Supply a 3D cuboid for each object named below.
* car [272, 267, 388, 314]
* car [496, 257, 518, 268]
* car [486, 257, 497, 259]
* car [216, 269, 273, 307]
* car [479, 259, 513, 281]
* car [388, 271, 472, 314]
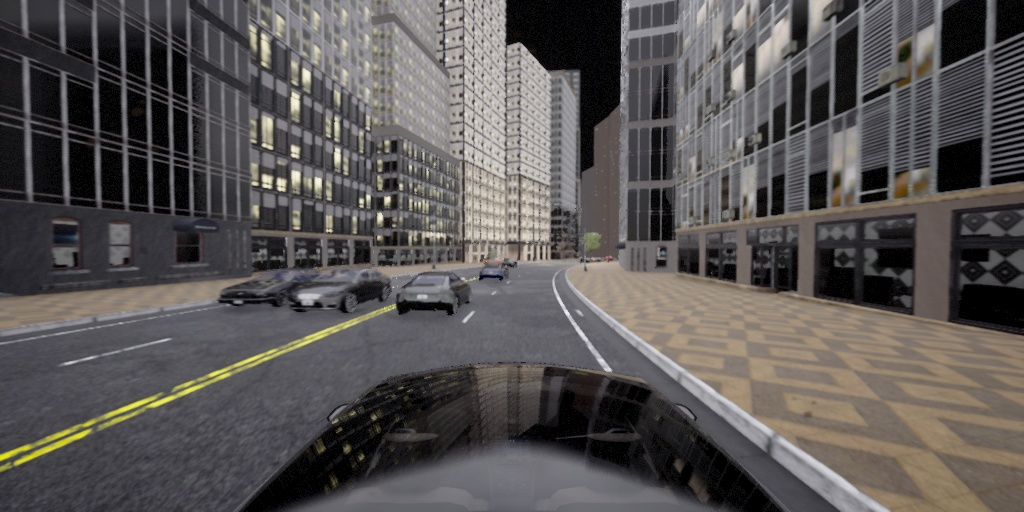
[{"bbox_3d":[-6.203,1.177,13.563,2.128,1.511,4.902,0,0,3],"label":"car"},{"bbox_3d":[-0.463,1.050,54.273,1.882,1.535,5.008,0,0,13],"label":"car"},{"bbox_3d":[-3.274,0.897,56.480,2.097,1.767,4.553,0,0,14],"label":"car"},{"bbox_3d":[-9.401,1.216,15.158,2.033,1.411,5.357,0,0,3],"label":"car"},{"bbox_3d":[-1.373,1.216,29.199,1.994,1.385,4.181,0,0,7],"label":"car"},{"bbox_3d":[-2.751,1.262,13.434,1.994,1.385,4.181,0,0,3],"label":"car"}]
